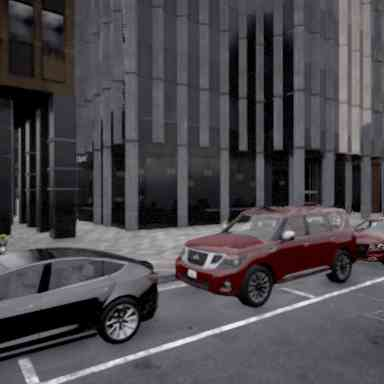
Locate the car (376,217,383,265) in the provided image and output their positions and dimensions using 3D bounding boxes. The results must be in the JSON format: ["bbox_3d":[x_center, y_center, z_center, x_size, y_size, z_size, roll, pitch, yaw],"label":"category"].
[{"bbox_3d":[6.644,1.547,11.392,4.507,1.381,1.887,0,0,-36],"label":"car"}]

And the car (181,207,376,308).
[{"bbox_3d":[2.054,1.316,8.119,5.009,1.841,2.192,0,0,-36],"label":"car"}]

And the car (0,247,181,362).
[{"bbox_3d":[-2.533,1.566,4.844,4.313,1.339,1.947,0,0,-36],"label":"car"}]
